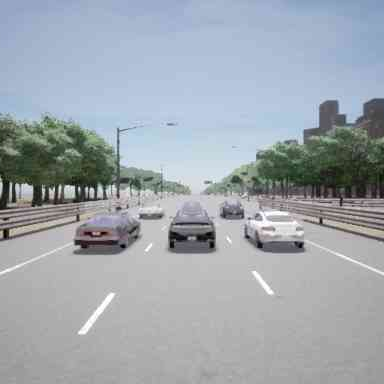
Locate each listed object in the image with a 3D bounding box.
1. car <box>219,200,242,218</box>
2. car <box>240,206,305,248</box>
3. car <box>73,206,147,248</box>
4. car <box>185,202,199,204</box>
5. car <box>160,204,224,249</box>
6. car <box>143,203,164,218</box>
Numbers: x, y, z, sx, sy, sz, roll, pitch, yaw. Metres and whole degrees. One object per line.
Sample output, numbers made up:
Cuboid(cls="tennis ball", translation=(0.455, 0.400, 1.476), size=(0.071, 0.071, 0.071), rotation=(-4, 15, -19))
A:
Cuboid(cls="car", translation=(3.500, 1.492, 29.650), size=(2.128, 1.511, 4.902), rotation=(0, 0, 0))
Cuboid(cls="car", translation=(3.500, 1.533, 14.650), size=(1.812, 1.442, 4.674), rotation=(0, 0, 0))
Cuboid(cls="car", translation=(-3.500, 1.563, 14.650), size=(2.033, 1.411, 5.357), rotation=(0, 0, 0))
Cuboid(cls="car", translation=(0.000, 1.560, 29.650), size=(2.033, 1.411, 5.357), rotation=(0, 0, 0))
Cuboid(cls="car", translation=(0.000, 1.495, 14.650), size=(2.128, 1.511, 4.902), rotation=(0, 0, 0))
Cuboid(cls="car", translation=(-3.500, 1.612, 29.680), size=(1.895, 1.301, 4.718), rotation=(0, 0, 0))
